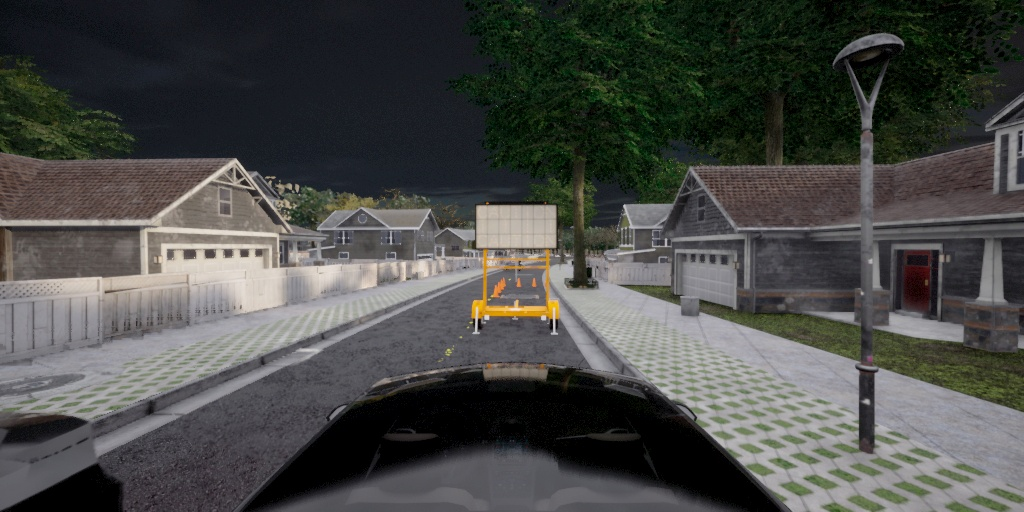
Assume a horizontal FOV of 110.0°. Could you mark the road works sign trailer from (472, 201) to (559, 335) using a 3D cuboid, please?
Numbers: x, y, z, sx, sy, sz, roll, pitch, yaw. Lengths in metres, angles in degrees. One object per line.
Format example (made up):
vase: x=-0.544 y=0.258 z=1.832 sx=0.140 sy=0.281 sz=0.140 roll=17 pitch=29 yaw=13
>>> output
road works sign trailer: x=0.129 y=0.213 z=10.545 sx=2.380 sy=3.560 sz=2.880 roll=0 pitch=0 yaw=2

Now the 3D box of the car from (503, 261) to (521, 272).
car: x=0.102 y=1.284 z=46.390 sx=1.994 sy=1.385 sz=4.181 roll=0 pitch=0 yaw=7
